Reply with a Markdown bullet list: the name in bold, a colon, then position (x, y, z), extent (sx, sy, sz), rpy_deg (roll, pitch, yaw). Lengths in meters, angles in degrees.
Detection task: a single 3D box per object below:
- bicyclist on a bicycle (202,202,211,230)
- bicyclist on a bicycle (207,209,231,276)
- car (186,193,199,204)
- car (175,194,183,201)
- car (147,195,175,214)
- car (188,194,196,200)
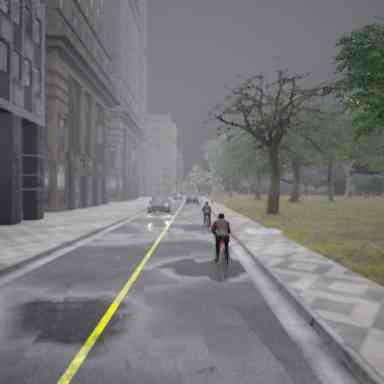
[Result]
- **bicyclist on a bicycle**: position (0.822, 1.350, 18.168), extent (0.582, 1.620, 1.656), rpy_deg (0, 0, 0)
- **bicyclist on a bicycle**: position (0.823, 1.400, 9.170), extent (0.582, 1.620, 1.656), rpy_deg (0, 0, 0)
- **car**: position (0.078, 1.080, 55.273), extent (2.097, 1.767, 4.553), rpy_deg (0, 0, 0)
- **car**: position (-3.008, 1.118, 73.206), extent (1.882, 1.535, 5.008), rpy_deg (0, 0, 0)
- **car**: position (-3.096, 1.177, 32.292), extent (2.097, 1.767, 4.553), rpy_deg (0, 0, 0)
- **car**: position (-0.009, 1.184, 77.779), extent (1.812, 1.442, 4.674), rpy_deg (0, 0, 0)
